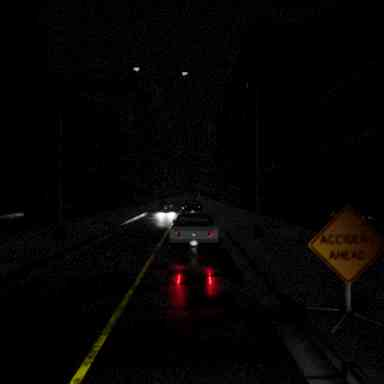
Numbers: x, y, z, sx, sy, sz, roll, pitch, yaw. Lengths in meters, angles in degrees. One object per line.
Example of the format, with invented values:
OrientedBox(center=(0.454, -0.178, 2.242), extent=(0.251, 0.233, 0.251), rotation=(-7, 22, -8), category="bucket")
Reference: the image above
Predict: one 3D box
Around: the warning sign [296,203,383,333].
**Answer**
OrientedBox(center=(2.505, 1.119, 5.359), extent=(1.300, 1.860, 1.060), rotation=(0, -1, 0), category="warning sign")

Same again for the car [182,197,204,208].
OrientedBox(center=(0.061, 1.514, 31.398), extent=(2.128, 1.511, 4.902), rotation=(0, 0, 0), category="car")

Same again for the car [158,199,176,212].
OrientedBox(center=(-2.885, 1.525, 38.901), extent=(2.128, 1.511, 4.902), rotation=(0, 0, 0), category="car")

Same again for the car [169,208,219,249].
OrientedBox(center=(0.077, 1.610, 14.586), extent=(1.895, 1.301, 4.718), rotation=(0, 0, 0), category="car")
